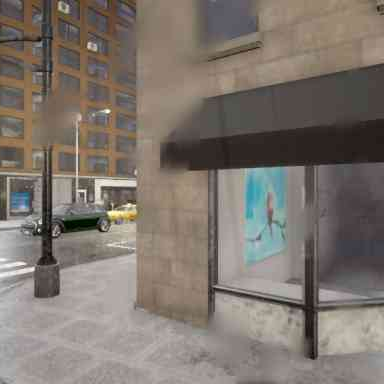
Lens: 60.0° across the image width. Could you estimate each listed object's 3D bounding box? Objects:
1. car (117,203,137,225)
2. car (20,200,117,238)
[{"bbox_3d":[-4.825,1.548,24.633,1.752,1.417,4.829,0,0,36],"label":"car"},{"bbox_3d":[-6.626,1.366,17.807,2.097,1.767,4.553,0,0,36],"label":"car"}]
